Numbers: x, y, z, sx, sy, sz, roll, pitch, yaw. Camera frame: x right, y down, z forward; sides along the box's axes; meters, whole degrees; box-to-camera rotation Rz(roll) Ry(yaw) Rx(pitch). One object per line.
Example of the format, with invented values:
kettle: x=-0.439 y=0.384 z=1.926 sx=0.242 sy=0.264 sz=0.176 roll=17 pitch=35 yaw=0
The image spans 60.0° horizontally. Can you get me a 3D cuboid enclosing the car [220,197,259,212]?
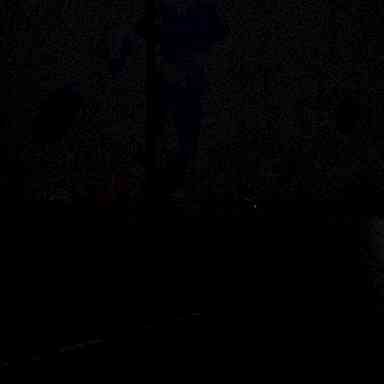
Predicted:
car: x=4.840 y=1.196 z=34.451 sx=1.812 sy=1.442 sz=4.674 roll=-1 pitch=1 yaw=-35

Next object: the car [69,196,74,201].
car: x=-19.283 y=0.864 z=56.218 sx=1.882 sy=1.535 sz=5.008 roll=-1 pitch=1 yaw=-35

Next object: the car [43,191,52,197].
car: x=-37.775 y=0.417 z=86.983 sx=1.837 sy=1.490 sz=4.892 roll=-1 pitch=1 yaw=-29
